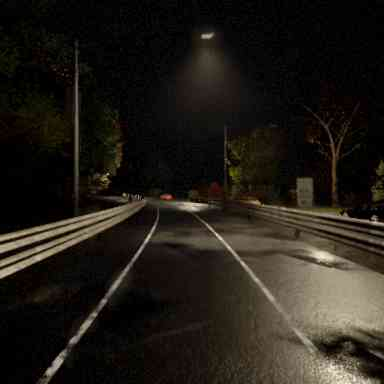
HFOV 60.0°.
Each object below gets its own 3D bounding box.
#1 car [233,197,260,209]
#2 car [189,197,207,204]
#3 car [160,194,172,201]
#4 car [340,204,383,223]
[{"bbox_3d":[7.397,1.475,45.866,2.097,1.767,4.553,0,0,-21],"label":"car"},{"bbox_3d":[1.066,1.592,62.744,1.895,1.301,4.718,2,0,-21],"label":"car"},{"bbox_3d":[-6.501,1.292,82.795,2.097,1.767,4.553,0,0,-21],"label":"car"},{"bbox_3d":[14.422,1.710,27.204,1.837,1.490,4.892,0,0,-21],"label":"car"}]
